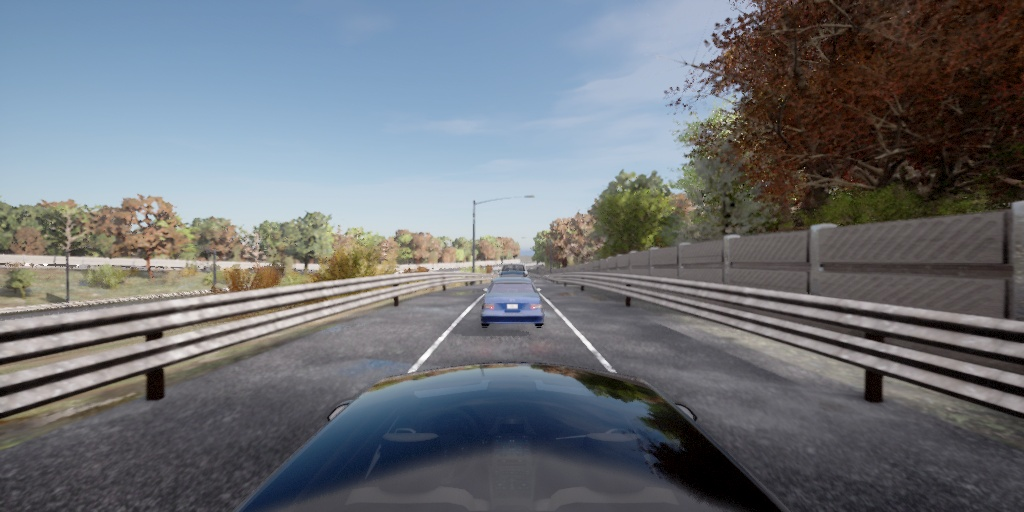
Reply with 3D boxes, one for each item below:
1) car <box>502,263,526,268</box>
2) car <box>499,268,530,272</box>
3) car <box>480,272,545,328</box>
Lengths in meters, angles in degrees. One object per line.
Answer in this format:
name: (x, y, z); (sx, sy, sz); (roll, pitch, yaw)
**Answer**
car: (0.158, 1.579, 27.160); (2.150, 2.045, 5.566); (0, -2, 1)
car: (0.034, 1.522, 18.606); (1.837, 1.490, 4.892); (0, -2, 0)
car: (0.009, 1.394, 11.750); (2.033, 1.411, 5.357); (0, -1, 0)
